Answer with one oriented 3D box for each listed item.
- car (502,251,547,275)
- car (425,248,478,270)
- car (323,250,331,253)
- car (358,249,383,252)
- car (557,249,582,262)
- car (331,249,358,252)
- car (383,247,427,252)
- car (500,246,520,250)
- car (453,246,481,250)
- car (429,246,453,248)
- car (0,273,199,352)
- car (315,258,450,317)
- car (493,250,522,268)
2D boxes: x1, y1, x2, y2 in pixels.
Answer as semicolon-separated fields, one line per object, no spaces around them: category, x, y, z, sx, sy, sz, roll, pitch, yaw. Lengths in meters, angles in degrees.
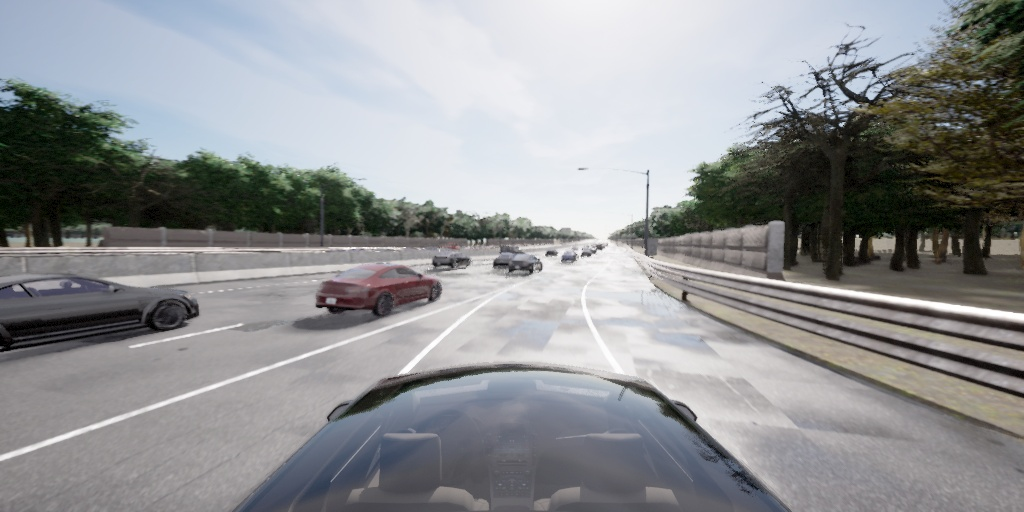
car;1.074;0.585;27.524;1.812;1.442;4.674;1;2;18
car;-5.133;0.352;31.094;2.128;1.511;4.902;1;2;18
car;-22.498;-0.273;46.003;1.994;1.385;4.181;1;2;18
car;-15.930;-0.159;43.587;1.837;1.490;4.892;1;2;18
car;8.047;0.097;49.618;2.033;1.411;5.357;1;2;17
car;-19.280;-0.197;44.569;2.033;1.411;5.357;1;2;18
car;-12.591;-0.103;42.544;1.882;1.535;5.008;1;2;18
car;-0.055;-0.288;47.138;2.150;2.045;5.566;1;2;17
car;-7.434;-0.478;58.797;1.882;1.535;5.008;1;2;18
car;-11.140;-0.507;58.691;1.837;1.490;4.892;1;2;18
car;-9.053;1.030;7.198;1.994;1.385;4.181;1;2;17
car;-4.016;0.953;11.516;1.812;1.442;4.674;1;2;18
car;-0.339;0.401;34.643;1.994;1.385;4.181;1;2;18
